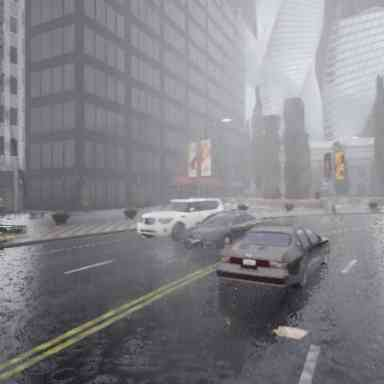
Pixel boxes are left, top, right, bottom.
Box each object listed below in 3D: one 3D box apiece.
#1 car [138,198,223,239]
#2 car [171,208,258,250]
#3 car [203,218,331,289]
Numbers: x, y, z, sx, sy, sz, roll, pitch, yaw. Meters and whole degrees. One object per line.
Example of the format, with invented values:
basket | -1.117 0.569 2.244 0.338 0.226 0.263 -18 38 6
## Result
car | -0.324 1.358 17.763 2.150 2.045 5.566 -1 -1 39
car | 1.488 1.605 14.312 1.837 1.490 4.892 -2 -1 37
car | 2.585 1.605 9.477 2.033 1.411 5.357 -1 -1 32
